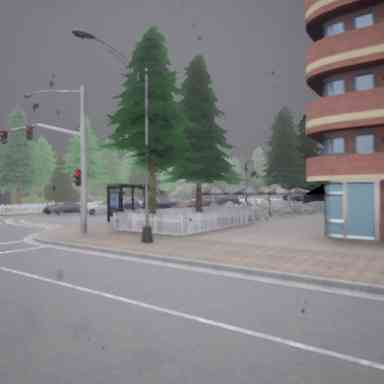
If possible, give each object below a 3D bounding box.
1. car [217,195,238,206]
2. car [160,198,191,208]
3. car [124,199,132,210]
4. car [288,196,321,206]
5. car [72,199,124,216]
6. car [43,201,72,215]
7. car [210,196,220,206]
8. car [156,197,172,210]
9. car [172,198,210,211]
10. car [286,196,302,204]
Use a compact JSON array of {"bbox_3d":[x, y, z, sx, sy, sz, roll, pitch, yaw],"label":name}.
[{"bbox_3d":[5.427,1.333,57.071,5.566,2.045,2.150,0,0,-34],"label":"car"},{"bbox_3d":[-2.461,1.652,50.149,1.812,1.442,4.674,0,0,42],"label":"car"},{"bbox_3d":[-8.633,1.656,42.503,1.812,1.442,4.674,0,0,37],"label":"car"},{"bbox_3d":[18.891,1.533,55.862,4.902,1.511,2.128,0,0,-20],"label":"car"},{"bbox_3d":[-9.765,1.636,35.020,1.812,1.442,4.674,0,0,36],"label":"car"},{"bbox_3d":[-13.682,1.696,35.545,1.994,1.385,4.181,0,0,36],"label":"car"},{"bbox_3d":[1.294,1.653,49.341,5.357,1.411,2.033,0,0,-45],"label":"car"},{"bbox_3d":[-4.410,1.461,42.258,2.097,1.767,4.553,0,0,38],"label":"car"},{"bbox_3d":[-0.121,1.651,41.992,1.994,1.385,4.181,0,0,38],"label":"car"},{"bbox_3d":[16.135,1.390,50.946,4.553,1.767,2.097,0,0,-27],"label":"car"}]
